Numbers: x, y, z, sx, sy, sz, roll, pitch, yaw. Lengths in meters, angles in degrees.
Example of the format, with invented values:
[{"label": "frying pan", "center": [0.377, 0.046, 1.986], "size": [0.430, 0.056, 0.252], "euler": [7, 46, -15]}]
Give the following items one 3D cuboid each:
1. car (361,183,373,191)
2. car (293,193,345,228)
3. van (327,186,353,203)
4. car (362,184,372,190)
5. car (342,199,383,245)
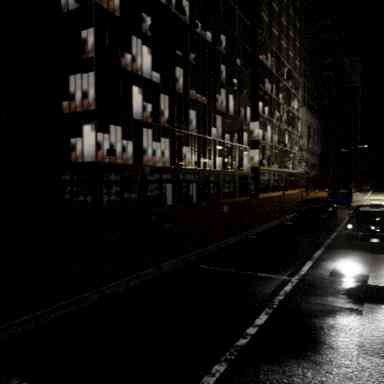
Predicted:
[{"label": "car", "center": [37.364, -1.049, 71.415], "size": [1.887, 1.381, 4.507], "euler": [1, 2, 30]}, {"label": "car", "center": [6.392, 0.967, 17.028], "size": [2.008, 1.369, 4.403], "euler": [1, 2, 30]}, {"label": "van", "center": [12.022, 0.402, 26.910], "size": [1.690, 1.788, 3.998], "euler": [1, 2, 30]}, {"label": "car", "center": [40.180, -1.200, 76.361], "size": [1.802, 1.307, 4.206], "euler": [1, 2, 30]}, {"label": "car", "center": [6.902, 1.158, 12.491], "size": [1.895, 1.301, 4.718], "euler": [1, 2, 30]}]
